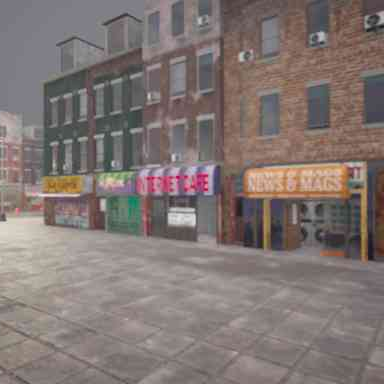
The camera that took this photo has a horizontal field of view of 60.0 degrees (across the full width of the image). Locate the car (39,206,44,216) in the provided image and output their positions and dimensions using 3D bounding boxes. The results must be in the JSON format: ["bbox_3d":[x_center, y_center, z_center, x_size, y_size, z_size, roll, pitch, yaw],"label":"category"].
[{"bbox_3d":[-14.218,1.697,36.265,2.097,1.767,4.553,0,-1,35],"label":"car"}]
